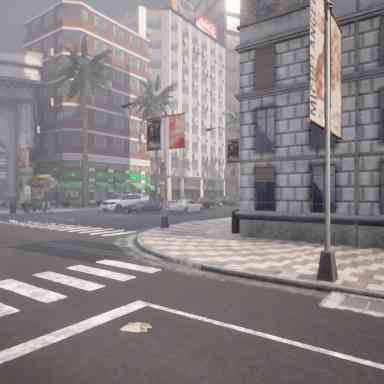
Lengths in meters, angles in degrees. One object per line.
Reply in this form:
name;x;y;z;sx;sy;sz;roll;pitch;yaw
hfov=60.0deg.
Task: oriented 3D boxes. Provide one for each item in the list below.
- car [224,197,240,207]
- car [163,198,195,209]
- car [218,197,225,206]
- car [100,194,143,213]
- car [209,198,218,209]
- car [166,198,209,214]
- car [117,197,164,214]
car;7.483;1.564;51.198;4.181;1.385;1.994;0;0;-43
car;-1.727;1.526;45.821;1.812;1.442;4.674;0;0;37
car;4.926;1.491;53.578;4.902;1.511;2.128;0;0;-44
car;-7.728;1.221;37.819;2.150;2.045;5.566;0;0;36
car;0.951;1.478;43.602;1.882;1.535;5.008;0;0;38
car;-0.536;1.526;35.503;1.812;1.442;4.674;0;0;36
car;-5.014;1.547;35.625;2.033;1.411;5.357;0;0;36
